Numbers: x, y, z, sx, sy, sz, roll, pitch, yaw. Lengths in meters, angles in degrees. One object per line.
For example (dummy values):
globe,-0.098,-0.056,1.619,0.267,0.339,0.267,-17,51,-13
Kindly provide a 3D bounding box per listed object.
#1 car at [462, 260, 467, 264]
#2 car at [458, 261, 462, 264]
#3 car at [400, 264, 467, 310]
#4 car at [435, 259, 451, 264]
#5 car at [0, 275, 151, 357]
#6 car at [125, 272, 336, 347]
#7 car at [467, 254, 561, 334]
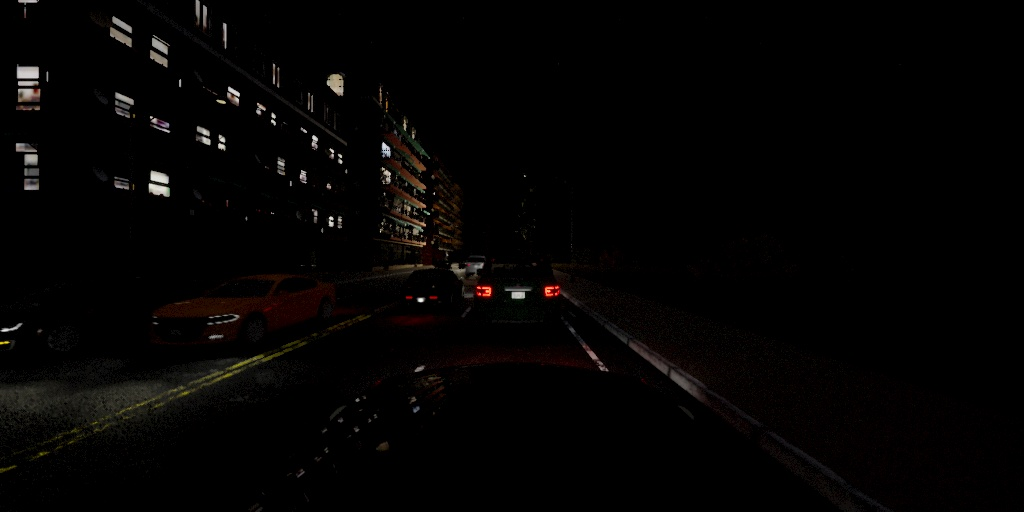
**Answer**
car,-3.149,0.977,34.458,2.150,2.045,5.566,0,0,0
car,-6.596,1.300,51.896,2.033,1.411,5.357,0,0,0
car,-3.152,1.257,14.834,1.837,1.490,4.892,0,0,0
car,-9.844,1.258,51.224,1.837,1.490,4.892,0,0,0
car,-9.853,1.256,8.648,1.837,1.490,4.892,0,0,0
car,-6.601,1.229,9.536,1.882,1.535,5.008,0,0,0
car,0.102,0.973,10.721,2.150,2.045,5.566,0,0,-1
